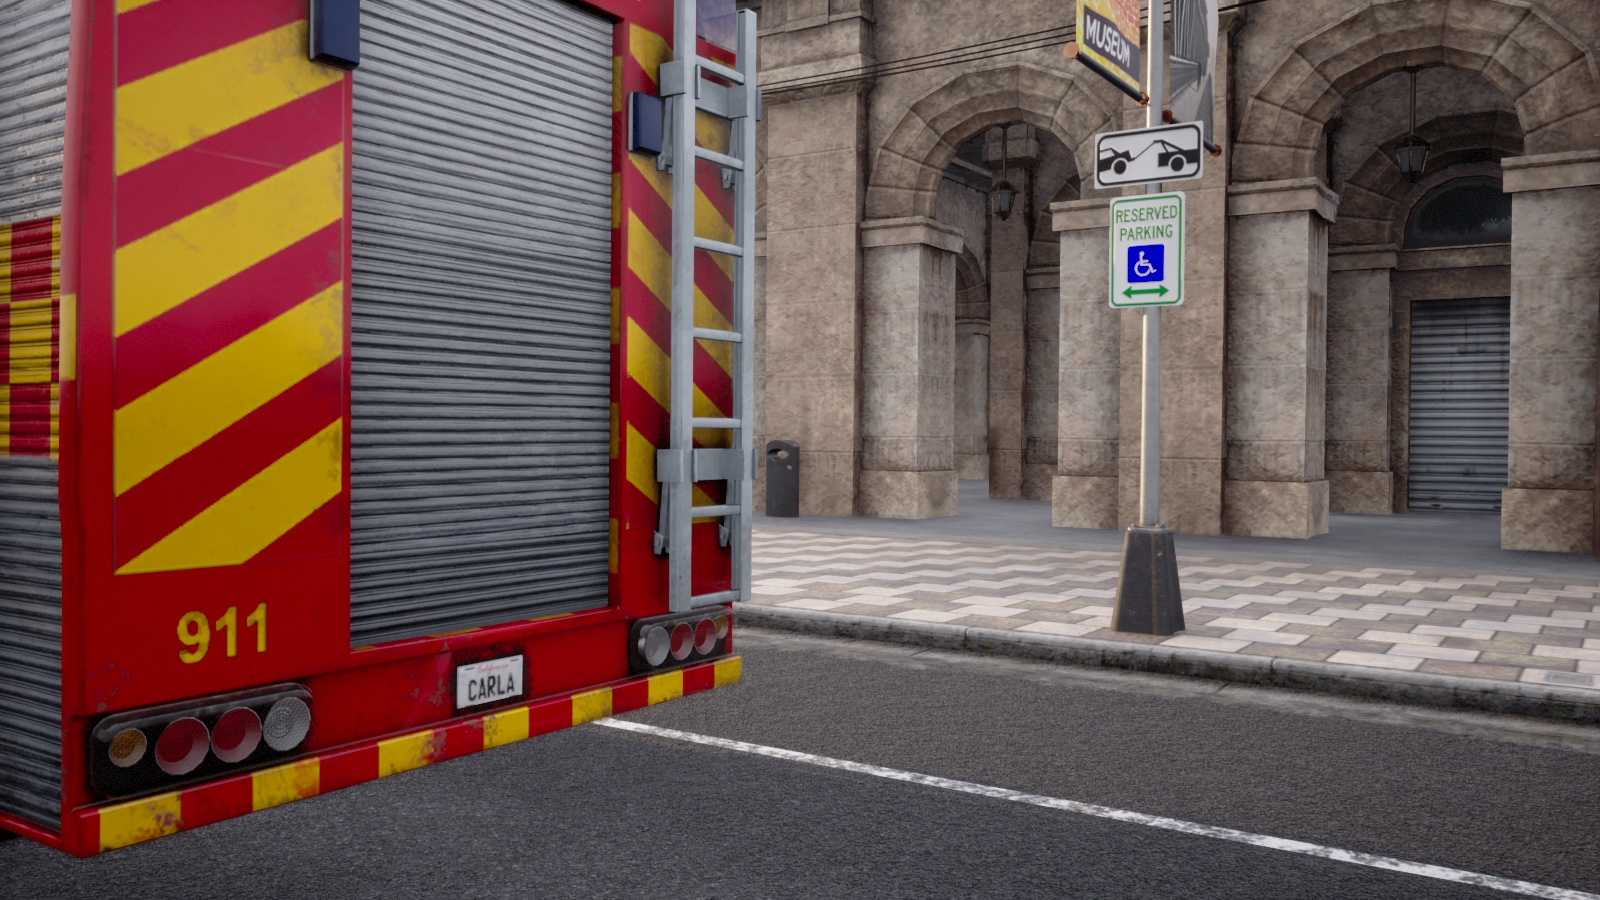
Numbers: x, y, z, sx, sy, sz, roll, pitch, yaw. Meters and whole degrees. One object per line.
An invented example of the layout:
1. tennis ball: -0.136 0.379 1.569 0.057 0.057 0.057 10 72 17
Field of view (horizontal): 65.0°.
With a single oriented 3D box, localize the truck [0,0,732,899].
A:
1. truck: -4.646 -0.482 6.693 8.468 3.827 2.891 0 1 34
